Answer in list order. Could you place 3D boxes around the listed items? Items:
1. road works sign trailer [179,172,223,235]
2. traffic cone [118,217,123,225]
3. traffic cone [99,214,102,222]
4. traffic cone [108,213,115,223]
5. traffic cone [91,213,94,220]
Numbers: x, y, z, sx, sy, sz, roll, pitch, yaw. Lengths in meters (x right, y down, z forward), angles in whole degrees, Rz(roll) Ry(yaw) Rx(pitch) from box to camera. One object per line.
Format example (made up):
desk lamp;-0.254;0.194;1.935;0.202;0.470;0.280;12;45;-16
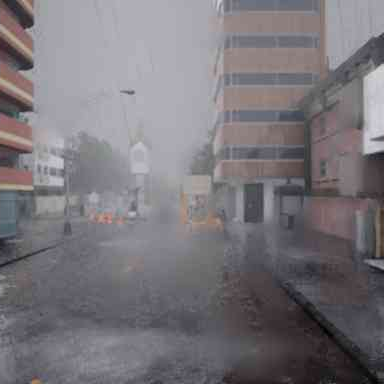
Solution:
road works sign trailer;0.192;0.633;20.329;2.380;3.560;2.880;0;-1;-37
traffic cone;-5.346;2.164;24.922;0.340;0.580;0.340;0;-1;-37
traffic cone;-7.731;2.189;28.132;0.340;0.580;0.340;0;-1;-37
traffic cone;-6.539;2.177;26.527;0.340;0.580;0.340;0;-1;-37
traffic cone;-8.924;2.201;29.737;0.340;0.580;0.340;0;-1;-37
